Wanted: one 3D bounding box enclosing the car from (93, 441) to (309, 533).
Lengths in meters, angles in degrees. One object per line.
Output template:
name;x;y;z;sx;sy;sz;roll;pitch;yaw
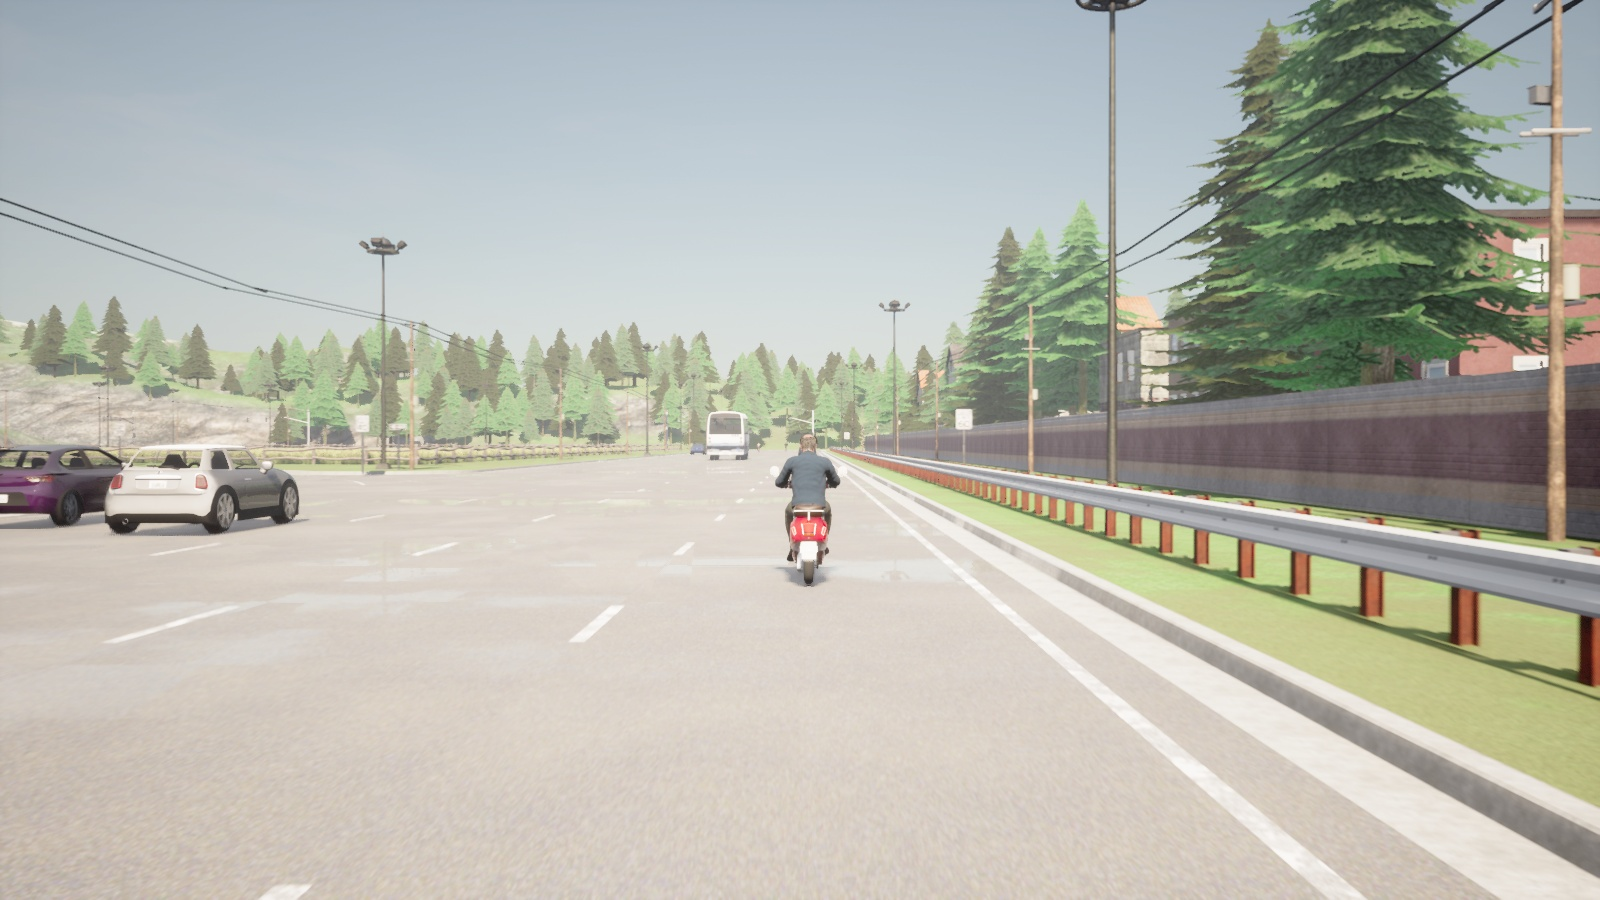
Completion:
car;-10.359;0.579;22.069;1.970;1.475;3.806;0;0;0

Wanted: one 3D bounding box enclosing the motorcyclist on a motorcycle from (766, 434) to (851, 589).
motorcyclist on a motorcycle;0.094;0.623;13.737;0.866;1.590;1.817;0;0;0

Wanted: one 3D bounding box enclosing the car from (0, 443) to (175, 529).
car;-13.849;0.613;23.873;1.816;1.474;4.193;0;0;0
